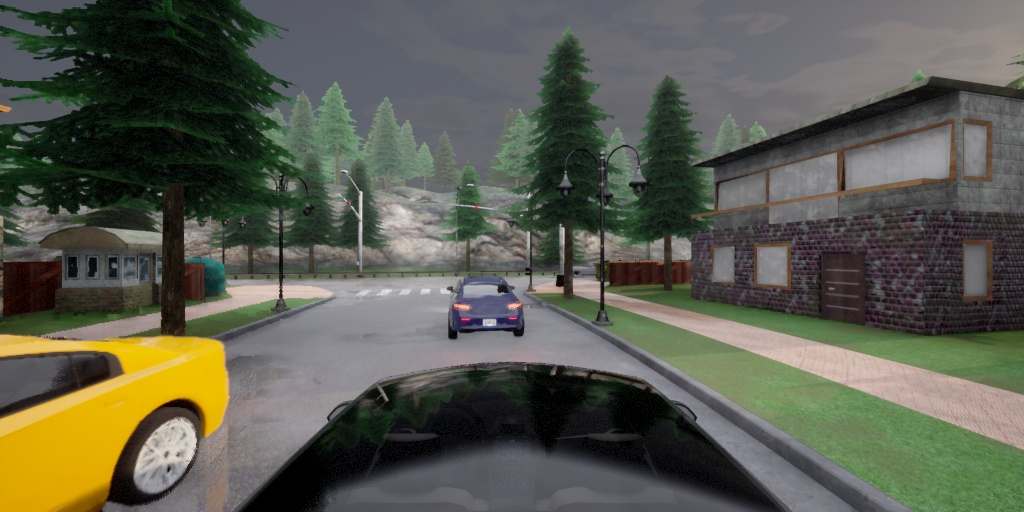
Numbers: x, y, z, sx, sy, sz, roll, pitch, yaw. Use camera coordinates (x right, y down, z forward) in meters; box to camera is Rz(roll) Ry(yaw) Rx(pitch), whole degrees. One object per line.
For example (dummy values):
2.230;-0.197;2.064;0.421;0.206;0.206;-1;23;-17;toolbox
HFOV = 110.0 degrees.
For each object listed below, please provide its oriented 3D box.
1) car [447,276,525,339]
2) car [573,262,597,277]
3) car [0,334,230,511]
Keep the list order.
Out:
-0.832;1.276;10.050;1.812;1.442;4.674;0;0;-9;car
6.880;1.193;32.181;4.718;1.301;1.895;0;0;-12;car
-3.752;1.227;1.526;1.882;1.535;5.008;0;0;-2;car
